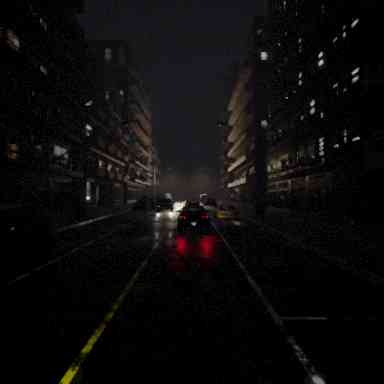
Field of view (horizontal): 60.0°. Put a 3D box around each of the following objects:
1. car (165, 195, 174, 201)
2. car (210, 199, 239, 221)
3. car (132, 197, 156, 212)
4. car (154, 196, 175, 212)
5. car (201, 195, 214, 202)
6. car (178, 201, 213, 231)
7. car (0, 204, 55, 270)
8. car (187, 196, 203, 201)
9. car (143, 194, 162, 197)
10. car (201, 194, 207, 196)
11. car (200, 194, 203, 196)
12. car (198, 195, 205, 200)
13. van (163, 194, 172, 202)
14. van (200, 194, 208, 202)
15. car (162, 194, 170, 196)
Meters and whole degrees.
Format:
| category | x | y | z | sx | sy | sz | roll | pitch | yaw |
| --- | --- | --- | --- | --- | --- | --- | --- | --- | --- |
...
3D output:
| category | x | y | z | sx | sy | sz | roll | pitch | yaw |
| --- | --- | --- | --- | --- | --- | --- | --- | --- | --- |
| car | -5.667 | 1.545 | 83.349 | 2.008 | 1.369 | 4.403 | 1 | 0 | 0 |
| car | 2.705 | 1.519 | 26.732 | 1.752 | 1.417 | 4.829 | 1 | 0 | 0 |
| car | -5.676 | 1.558 | 37.872 | 1.947 | 1.339 | 4.313 | 1 | 0 | 0 |
| car | -3.092 | 1.497 | 38.865 | 1.837 | 1.490 | 4.892 | 0 | 0 | 0 |
| car | 2.704 | 1.557 | 49.301 | 1.947 | 1.339 | 4.313 | 1 | 0 | 0 |
| car | 0.100 | 1.520 | 20.240 | 1.812 | 1.442 | 4.674 | 0 | 0 | 0 |
| car | -5.670 | 1.312 | 9.449 | 2.192 | 1.841 | 5.009 | 1 | 0 | 0 |
| car | 0.100 | 1.592 | 43.718 | 1.895 | 1.301 | 4.718 | 0 | 0 | 0 |
| car | -5.671 | 1.307 | 43.556 | 2.192 | 1.841 | 5.009 | 1 | 0 | 0 |
| car | 2.704 | 1.517 | 55.156 | 1.752 | 1.417 | 4.829 | 1 | 0 | 0 |
| car | 2.706 | 1.432 | 66.355 | 1.967 | 1.590 | 4.097 | 1 | 0 | 0 |
| car | 2.703 | 1.580 | 94.778 | 1.802 | 1.307 | 4.206 | 1 | 0 | 0 |
| van | -5.678 | 1.334 | 77.665 | 1.690 | 1.788 | 3.998 | 1 | 0 | 0 |
| van | 2.707 | 1.334 | 77.725 | 1.690 | 1.788 | 3.998 | 1 | 0 | 0 |
| car | -5.671 | 1.307 | 60.610 | 2.192 | 1.841 | 5.009 | 1 | 0 | 0 |
